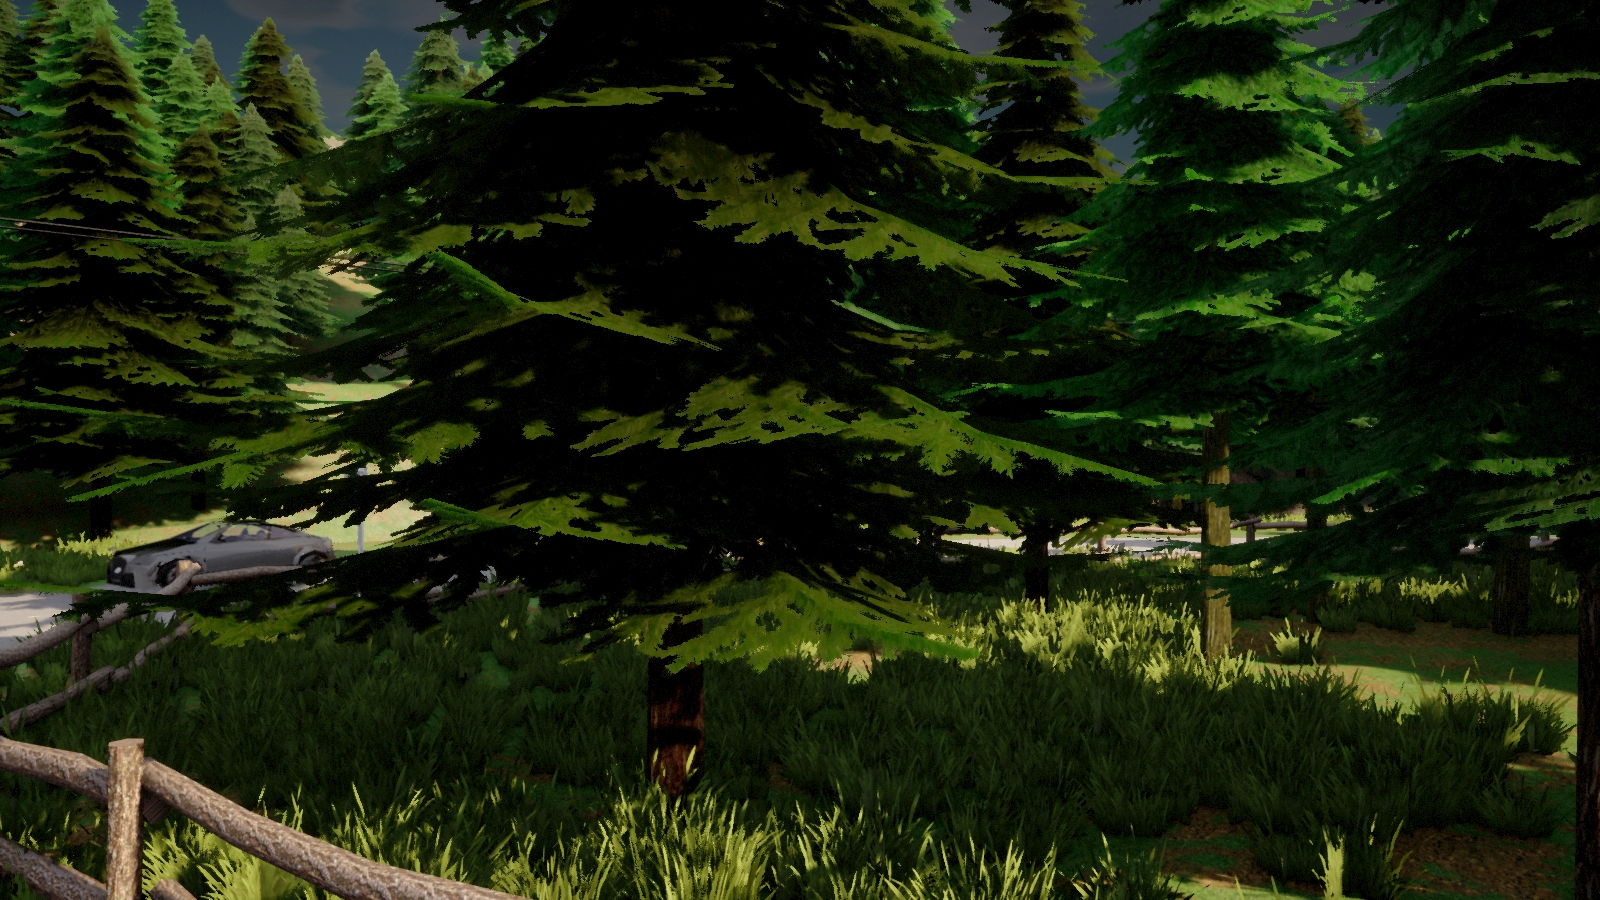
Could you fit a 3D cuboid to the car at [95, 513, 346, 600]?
[{"bbox_3d":[-11.856,2.119,23.579,1.994,1.385,4.181,0,0,42],"label":"car"}]
